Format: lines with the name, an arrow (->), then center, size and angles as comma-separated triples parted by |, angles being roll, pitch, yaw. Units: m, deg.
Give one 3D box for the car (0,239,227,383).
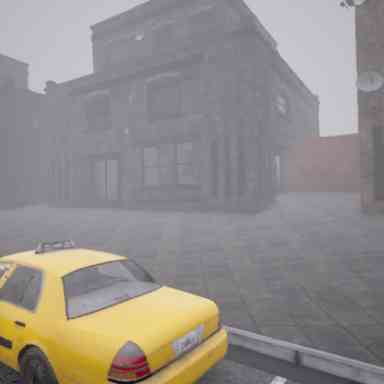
car -> -2.133, 1.471, 4.813 | 5.366, 1.575, 1.946 | 0, 0, 35
